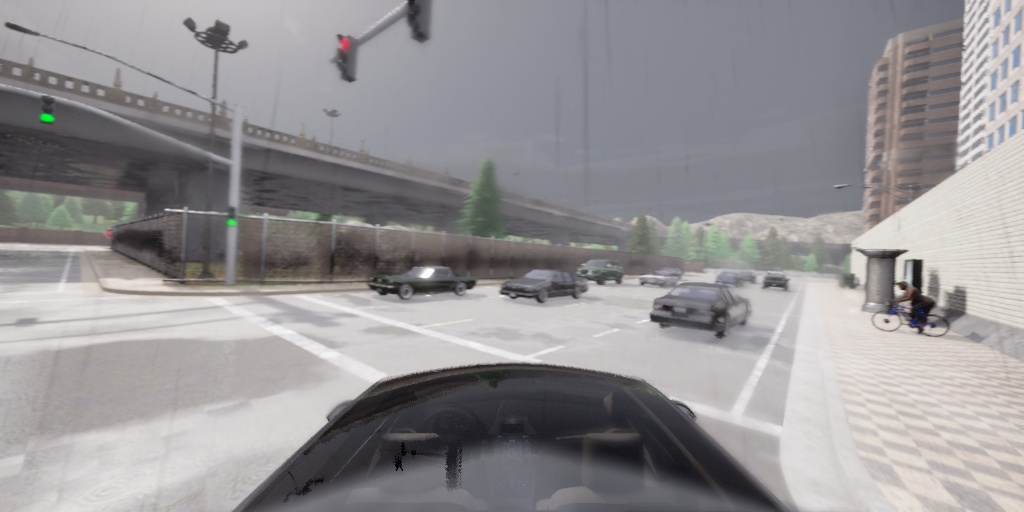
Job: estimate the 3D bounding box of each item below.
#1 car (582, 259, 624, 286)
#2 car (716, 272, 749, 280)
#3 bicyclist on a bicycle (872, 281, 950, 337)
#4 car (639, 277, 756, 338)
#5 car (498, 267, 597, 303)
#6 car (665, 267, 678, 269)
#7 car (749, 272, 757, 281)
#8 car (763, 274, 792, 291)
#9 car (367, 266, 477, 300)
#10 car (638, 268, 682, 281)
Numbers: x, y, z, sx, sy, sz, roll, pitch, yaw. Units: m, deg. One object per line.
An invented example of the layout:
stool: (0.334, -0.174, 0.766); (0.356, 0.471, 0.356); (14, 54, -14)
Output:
car: (7.169, 1.259, 29.127); (2.150, 2.045, 5.566); (3, 0, 40)
car: (21.270, 2.283, 34.982); (2.033, 1.411, 5.357); (3, 0, 40)
bicyclist on a bicycle: (12.351, 1.630, 11.139); (1.656, 1.620, 0.582); (3, 0, 40)
car: (6.157, 1.567, 11.418); (2.033, 1.411, 5.357); (3, 0, 42)
car: (1.735, 1.335, 17.108); (2.033, 1.411, 5.357); (3, 0, 40)
car: (19.133, 2.142, 43.435); (2.128, 1.511, 4.902); (3, 0, 40)
car: (28.812, 2.645, 44.136); (2.033, 1.411, 5.357); (3, 0, 40)
car: (25.151, 2.435, 34.096); (1.837, 1.490, 4.892); (3, 0, 40)
car: (-3.837, 1.112, 15.866); (1.895, 1.301, 4.718); (3, 0, 40)
car: (12.147, 1.888, 29.669); (1.895, 1.301, 4.718); (3, 0, 40)
